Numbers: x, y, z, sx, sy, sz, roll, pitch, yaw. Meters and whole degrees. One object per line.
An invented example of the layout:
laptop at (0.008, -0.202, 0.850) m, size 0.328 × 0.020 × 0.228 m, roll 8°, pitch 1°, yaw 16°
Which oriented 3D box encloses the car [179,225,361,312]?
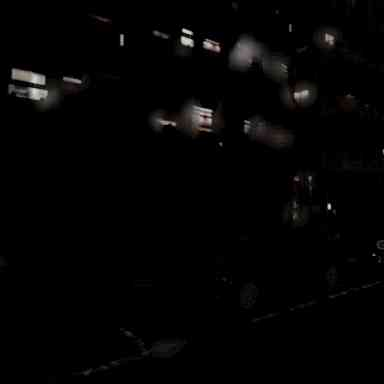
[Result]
car at (1.787, 1.591, 7.827) m, size 4.507 × 1.381 × 1.887 m, roll 1°, pitch 0°, yaw -35°

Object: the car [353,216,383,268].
car at (6.421, 1.533, 11.131) m, size 4.097 × 1.590 × 1.967 m, roll 1°, pitch 0°, yaw -35°

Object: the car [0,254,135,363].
car at (-2.845, 1.583, 4.522) m, size 4.206 × 1.307 × 1.802 m, roll 1°, pitch 0°, yaw -35°
